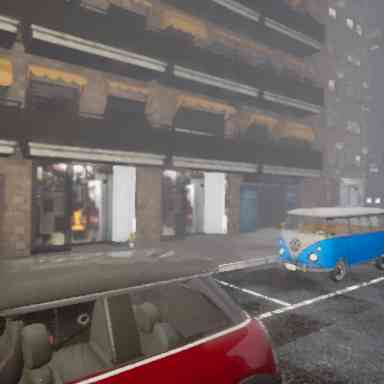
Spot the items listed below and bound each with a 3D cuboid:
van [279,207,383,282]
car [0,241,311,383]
[{"bbox_3d":[4.181,1.341,9.482,3.998,1.788,1.690,0,1,-35],"label":"van"},{"bbox_3d":[-1.481,1.352,2.322,4.553,1.767,2.097,0,0,-36],"label":"car"}]
